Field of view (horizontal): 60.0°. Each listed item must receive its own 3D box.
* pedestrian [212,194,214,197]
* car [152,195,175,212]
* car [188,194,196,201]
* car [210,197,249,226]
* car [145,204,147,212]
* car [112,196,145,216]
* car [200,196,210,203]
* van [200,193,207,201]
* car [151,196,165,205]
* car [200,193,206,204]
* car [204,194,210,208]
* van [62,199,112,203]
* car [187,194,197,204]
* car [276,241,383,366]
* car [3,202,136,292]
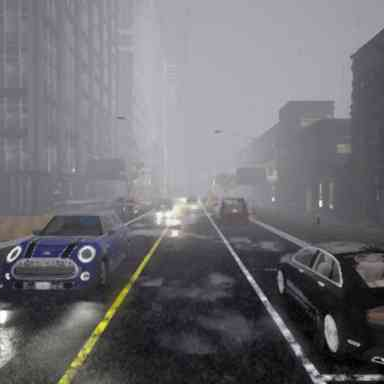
[{"bbox_3d":[3.003,1.174,48.464,0.375,1.860,0.375,-1,1,-2],"label":"pedestrian"},{"bbox_3d":[-3.087,1.399,38.206,2.128,1.511,4.902,0,0,0],"label":"car"},{"bbox_3d":[0.003,1.227,72.951,1.882,1.535,5.008,0,0,0],"label":"car"},{"bbox_3d":[2.676,1.258,23.116,2.192,1.841,5.009,-1,0,0],"label":"car"},{"bbox_3d":[-5.700,1.442,34.027,1.752,1.417,4.829,-1,0,0],"label":"car"},{"bbox_3d":[-5.703,1.245,28.661,2.192,1.841,5.009,-1,0,0],"label":"car"},{"bbox_3d":[2.682,1.416,67.393,1.802,1.307,4.206,-1,0,0],"label":"car"},{"bbox_3d":[2.679,1.147,78.461,1.690,1.788,3.998,-1,0,0],"label":"van"},{"bbox_3d":[-5.699,1.388,56.166,1.752,1.417,4.829,-1,0,0],"label":"car"},{"bbox_3d":[2.682,1.413,61.858,1.947,1.339,4.313,-1,0,0],"label":"car"},{"bbox_3d":[3.002,1.366,45.474,1.882,1.535,5.008,0,0,0],"label":"car"},{"bbox_3d":[-5.704,1.299,17.592,1.690,1.788,3.998,-1,0,0],"label":"van"},{"bbox_3d":[0.003,1.360,59.123,1.837,1.490,4.892,0,0,0],"label":"car"},{"bbox_3d":[2.691,1.537,5.778,2.008,1.369,4.403,-1,0,0],"label":"car"},{"bbox_3d":[-3.059,1.330,9.087,2.097,1.767,4.553,0,0,0],"label":"car"}]
